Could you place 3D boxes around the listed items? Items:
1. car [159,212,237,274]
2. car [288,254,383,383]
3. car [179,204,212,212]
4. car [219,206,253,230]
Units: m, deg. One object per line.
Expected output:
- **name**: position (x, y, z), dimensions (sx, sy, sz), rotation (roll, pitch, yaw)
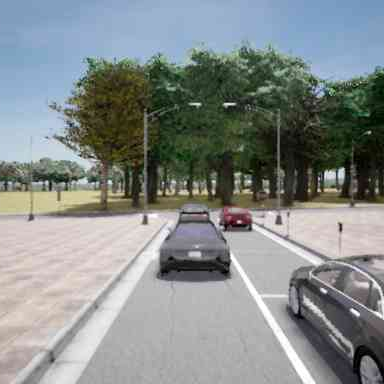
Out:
- **car**: position (0.106, 1.562, 10.519), dimensions (1.994, 1.385, 4.181), rotation (0, 0, 1)
- **car**: position (2.632, 1.549, 4.632), dimensions (2.008, 1.369, 4.403), rotation (-1, 0, 0)
- **car**: position (0.177, 1.491, 20.551), dimensions (2.128, 1.511, 4.902), rotation (0, 0, 2)
- **car**: position (2.658, 1.544, 20.851), dimensions (1.887, 1.381, 4.507), rotation (-1, 0, 0)
